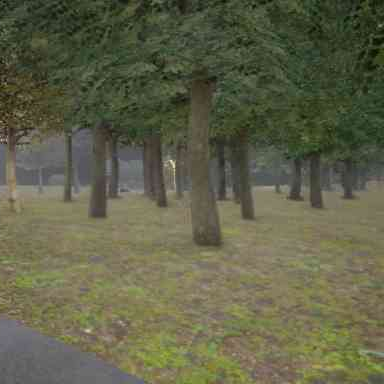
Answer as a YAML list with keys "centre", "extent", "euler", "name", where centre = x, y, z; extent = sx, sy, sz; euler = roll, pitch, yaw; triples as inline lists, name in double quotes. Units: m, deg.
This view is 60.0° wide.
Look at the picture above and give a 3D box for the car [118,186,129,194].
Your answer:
- centre: [-17.407, -0.524, 80.347]
  extent: [2.097, 1.767, 4.553]
  euler: [-2, 1, 34]
  name: "car"
